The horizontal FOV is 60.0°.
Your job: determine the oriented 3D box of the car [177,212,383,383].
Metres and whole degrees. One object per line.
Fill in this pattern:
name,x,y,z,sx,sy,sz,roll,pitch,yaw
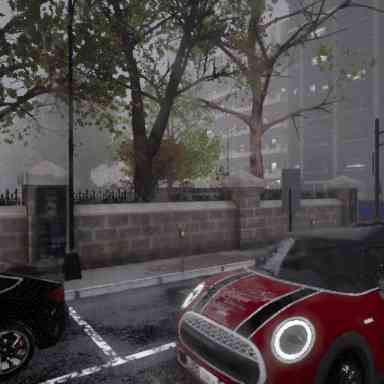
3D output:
car,2.012,1.351,4.780,4.553,1.767,2.097,0,0,-35

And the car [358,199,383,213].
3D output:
car,13.512,1.299,24.226,1.882,1.535,5.008,0,2,-36

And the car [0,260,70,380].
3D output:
car,-3.723,1.566,3.936,4.313,1.339,1.947,0,0,-35

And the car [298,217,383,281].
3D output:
car,5.356,1.581,10.269,4.206,1.307,1.802,0,0,-35
